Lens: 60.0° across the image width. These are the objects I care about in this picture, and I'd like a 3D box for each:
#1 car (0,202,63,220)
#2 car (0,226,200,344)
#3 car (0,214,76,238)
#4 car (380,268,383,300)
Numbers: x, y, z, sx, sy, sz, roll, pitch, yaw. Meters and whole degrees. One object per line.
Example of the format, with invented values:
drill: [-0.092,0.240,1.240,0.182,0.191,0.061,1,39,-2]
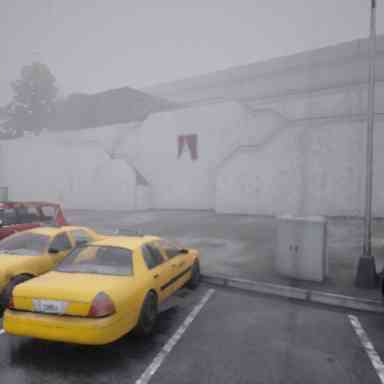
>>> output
car: [-6.113,1.343,10.132,2.435,2.045,5.566,0,-1,15]
car: [-1.180,1.531,6.852,1.946,1.575,5.366,-1,-1,16]
car: [-3.715,1.554,8.234,1.946,1.575,5.366,0,-1,16]
car: [3.660,1.226,3.221,2.435,2.045,5.566,-1,-1,16]
